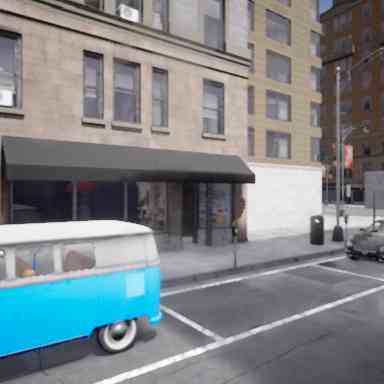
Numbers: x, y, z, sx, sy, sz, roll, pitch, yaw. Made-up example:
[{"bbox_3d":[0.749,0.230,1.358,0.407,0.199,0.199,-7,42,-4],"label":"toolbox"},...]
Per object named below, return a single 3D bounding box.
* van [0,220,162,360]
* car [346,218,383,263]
[{"bbox_3d":[-2.357,1.341,4.508,3.998,1.788,1.690,0,0,-35],"label":"van"},{"bbox_3d":[6.866,1.550,11.078,4.403,1.369,2.008,0,0,-35],"label":"car"}]
